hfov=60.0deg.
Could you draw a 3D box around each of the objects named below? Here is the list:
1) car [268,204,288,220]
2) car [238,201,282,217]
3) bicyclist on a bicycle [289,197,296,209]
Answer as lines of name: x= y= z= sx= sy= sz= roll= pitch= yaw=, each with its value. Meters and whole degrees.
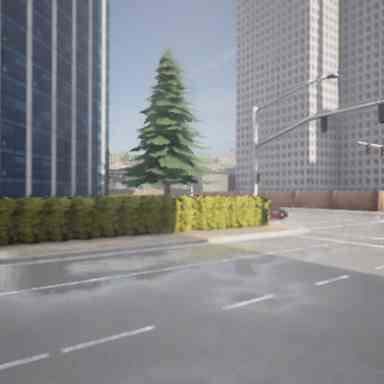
car: x=6.328 y=1.663 z=29.135 sx=1.994 sy=1.385 sz=4.181 roll=0 pitch=0 yaw=-35
car: x=6.930 y=1.679 z=34.361 sx=1.994 sy=1.385 sz=4.181 roll=0 pitch=0 yaw=-35
bicyclist on a bicycle: x=13.750 y=1.470 z=45.491 sx=1.656 sy=1.620 sz=0.582 roll=0 pitch=0 yaw=-35
